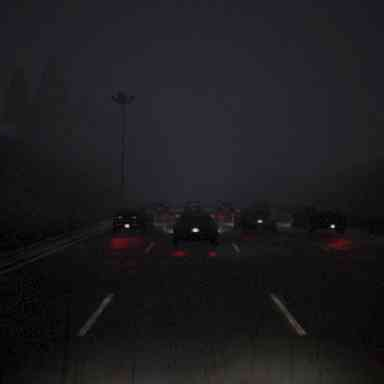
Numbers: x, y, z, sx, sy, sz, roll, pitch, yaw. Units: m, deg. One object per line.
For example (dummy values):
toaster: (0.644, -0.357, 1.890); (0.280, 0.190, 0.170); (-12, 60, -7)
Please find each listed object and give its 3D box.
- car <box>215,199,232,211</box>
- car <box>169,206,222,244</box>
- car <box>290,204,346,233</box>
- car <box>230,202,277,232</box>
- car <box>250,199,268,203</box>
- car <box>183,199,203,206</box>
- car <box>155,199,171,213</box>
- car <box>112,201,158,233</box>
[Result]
car: (3.584, 1.501, 36.894); (1.812, 1.442, 4.674); (0, 0, 0)
car: (0.149, 1.553, 15.747); (1.994, 1.385, 4.181); (0, 0, 0)
car: (7.159, 1.492, 19.307); (1.837, 1.490, 4.892); (0, 0, 0)
car: (3.660, 1.551, 19.895); (1.994, 1.385, 4.181); (0, 0, 0)
car: (7.103, 1.481, 35.912); (1.837, 1.490, 4.892); (0, 0, 0)
car: (0.104, 1.467, 35.785); (2.128, 1.511, 4.902); (0, 0, 0)
car: (-3.416, 1.501, 36.892); (1.812, 1.442, 4.674); (0, 0, 0)
car: (-3.341, 1.492, 19.581); (1.837, 1.490, 4.892); (0, 0, 0)
